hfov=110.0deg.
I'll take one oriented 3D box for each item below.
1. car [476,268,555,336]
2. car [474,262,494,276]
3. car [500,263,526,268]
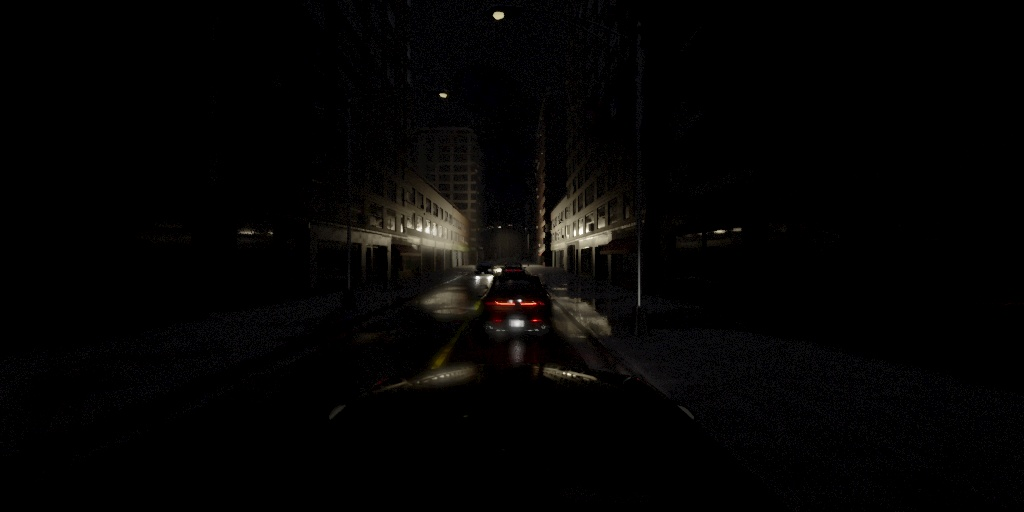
[{"bbox_3d":[0.104,1.257,10.385,1.837,1.490,4.892,0,0,0],"label":"car"},{"bbox_3d":[-2.852,1.314,37.726,2.033,1.411,5.357,0,0,0],"label":"car"},{"bbox_3d":[0.094,1.251,28.168,2.128,1.511,4.902,0,0,0],"label":"car"}]
